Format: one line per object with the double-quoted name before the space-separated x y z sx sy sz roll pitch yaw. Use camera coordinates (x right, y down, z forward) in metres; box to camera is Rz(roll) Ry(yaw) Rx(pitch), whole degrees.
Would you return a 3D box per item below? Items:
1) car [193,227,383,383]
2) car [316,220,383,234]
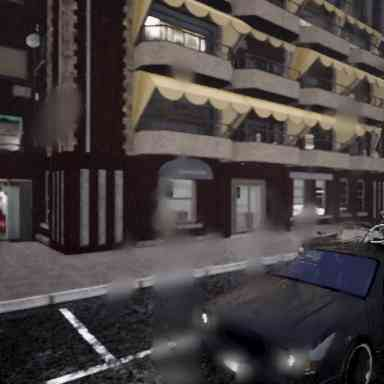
"car" 2.637 1.559 5.263 5.357 1.411 2.033 0 0 -35
"car" 5.078 1.573 10.195 4.403 1.369 2.008 0 0 -36
